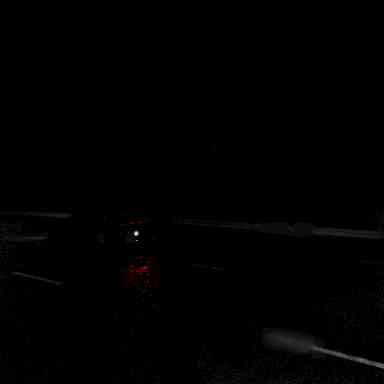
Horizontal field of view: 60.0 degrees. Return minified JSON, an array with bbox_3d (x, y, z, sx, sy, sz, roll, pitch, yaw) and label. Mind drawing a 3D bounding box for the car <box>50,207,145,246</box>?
[{"bbox_3d":[-4.365,1.468,15.023,4.892,1.490,1.837,0,0,32],"label":"car"}]
